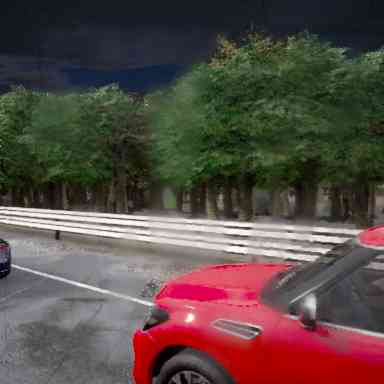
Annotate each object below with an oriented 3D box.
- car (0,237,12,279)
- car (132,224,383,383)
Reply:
[{"bbox_3d":[-6.581,1.485,8.748,4.792,1.488,2.163,0,0,37],"label":"car"},{"bbox_3d":[2.057,1.226,2.568,5.566,2.045,2.150,0,0,35],"label":"car"}]
